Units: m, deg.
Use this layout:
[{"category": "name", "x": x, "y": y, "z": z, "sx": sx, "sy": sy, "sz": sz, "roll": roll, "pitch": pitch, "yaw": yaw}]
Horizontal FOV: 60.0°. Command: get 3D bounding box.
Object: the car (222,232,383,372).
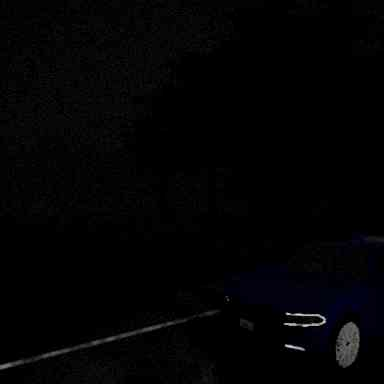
[{"category": "car", "x": 2.776, "y": 1.527, "z": 5.894, "sx": 5.008, "sy": 1.535, "sz": 1.882, "roll": 1, "pitch": 0, "yaw": -35}]
